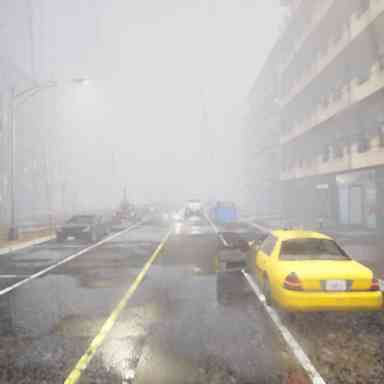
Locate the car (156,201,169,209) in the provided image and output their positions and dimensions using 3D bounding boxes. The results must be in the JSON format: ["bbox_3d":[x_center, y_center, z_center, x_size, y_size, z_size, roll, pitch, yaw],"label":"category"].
[{"bbox_3d":[-5.392,2.361,61.766,1.947,1.339,4.313,0,-1,0],"label":"car"}]

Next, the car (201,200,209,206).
[{"bbox_3d":[3.067,2.528,78.463,1.752,1.417,4.829,0,-1,0],"label":"car"}]

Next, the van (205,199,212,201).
[{"bbox_3d":[2.909,1.901,45.162,1.690,1.788,3.998,0,-1,0],"label":"van"}]

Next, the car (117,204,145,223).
[{"bbox_3d":[-5.549,1.805,28.634,1.967,1.590,4.097,0,-1,0],"label":"car"}]

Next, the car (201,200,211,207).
[{"bbox_3d":[3.040,2.491,72.771,1.947,1.339,4.313,0,-1,0],"label":"car"}]

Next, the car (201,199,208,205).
[{"bbox_3d":[3.092,2.605,83.986,1.752,1.417,4.829,0,-1,0],"label":"car"}]

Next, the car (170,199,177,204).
[{"bbox_3d":[-5.237,2.816,94.900,1.947,1.339,4.313,0,-1,0],"label":"car"}]

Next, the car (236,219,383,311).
[{"bbox_3d":[2.398,1.550,8.072,1.801,1.575,5.366,0,-1,0],"label":"car"}]

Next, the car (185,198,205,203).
[{"bbox_3d":[0.250,1.763,43.231,2.150,2.045,5.566,0,-1,0],"label":"car"}]

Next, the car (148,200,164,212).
[{"bbox_3d":[-5.445,2.091,50.723,1.967,1.590,4.097,0,-1,0],"label":"car"}]

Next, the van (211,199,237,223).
[{"bbox_3d":[2.831,1.687,28.595,1.690,1.788,3.998,0,-1,0],"label":"van"}]

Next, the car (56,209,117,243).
[{"bbox_3d":[-5.600,1.793,17.587,1.947,1.339,4.313,0,-1,0],"label":"car"}]

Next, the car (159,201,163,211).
[{"bbox_3d":[-5.471,2.130,45.199,2.008,1.369,4.403,0,-1,0],"label":"car"}]

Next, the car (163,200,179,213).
[{"bbox_3d":[-2.787,2.181,45.713,1.895,1.301,4.718,0,-1,1],"label":"car"}]

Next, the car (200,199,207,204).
[{"bbox_3d":[3.143,2.776,94.861,1.887,1.381,4.507,0,-1,0],"label":"car"}]

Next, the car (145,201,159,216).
[{"bbox_3d":[-5.496,2.058,39.676,2.008,1.369,4.403,0,-1,0],"label":"car"}]

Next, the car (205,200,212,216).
[{"bbox_3d":[2.884,2.033,39.637,1.887,1.381,4.507,0,-1,0],"label":"car"}]

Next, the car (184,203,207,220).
[{"bbox_3d":[0.230,2.008,32.921,1.895,1.301,4.718,0,-1,1],"label":"car"}]
